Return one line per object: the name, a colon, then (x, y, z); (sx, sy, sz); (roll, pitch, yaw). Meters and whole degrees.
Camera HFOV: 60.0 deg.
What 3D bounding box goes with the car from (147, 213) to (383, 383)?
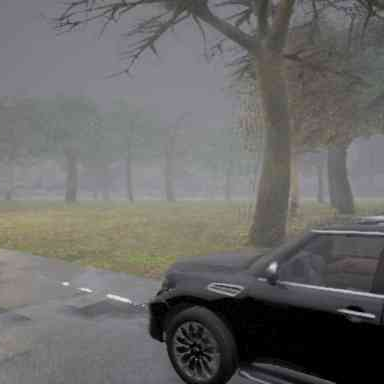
car: (2.075, 1.255, 3.645); (5.566, 2.045, 2.150); (1, 0, 35)
